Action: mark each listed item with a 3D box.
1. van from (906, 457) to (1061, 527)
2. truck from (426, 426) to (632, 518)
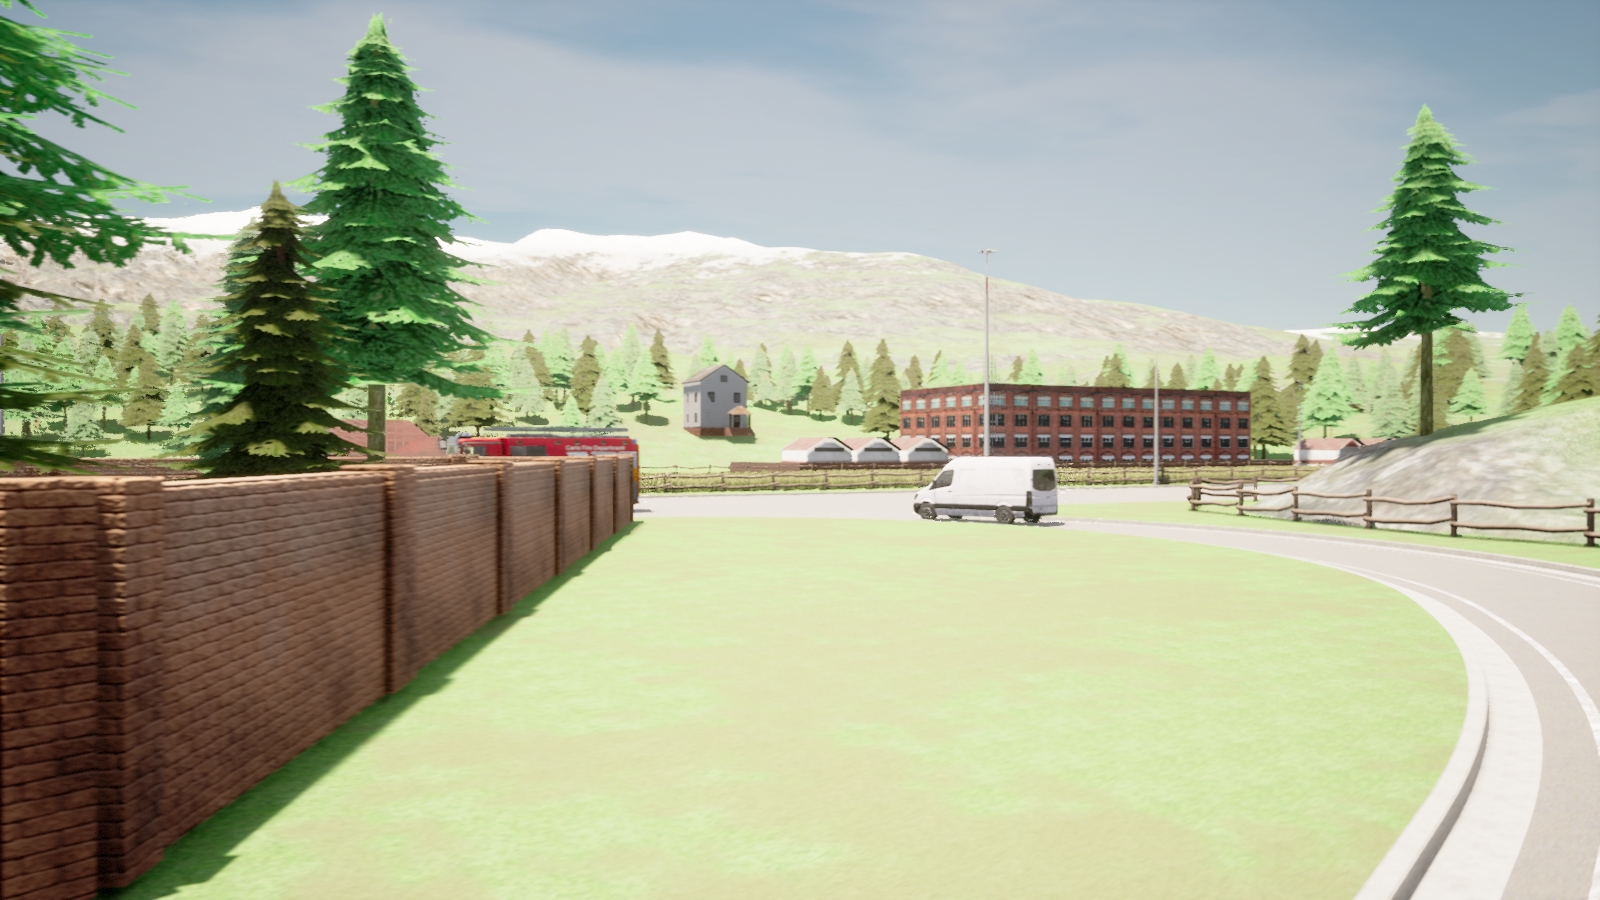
[{"bbox_3d":[7.059,1.550,44.484,1.988,2.561,5.915,0,0,-45],"label":"van"},{"bbox_3d":[-11.976,0.916,50.779,8.468,3.827,2.891,0,0,-27],"label":"truck"}]
